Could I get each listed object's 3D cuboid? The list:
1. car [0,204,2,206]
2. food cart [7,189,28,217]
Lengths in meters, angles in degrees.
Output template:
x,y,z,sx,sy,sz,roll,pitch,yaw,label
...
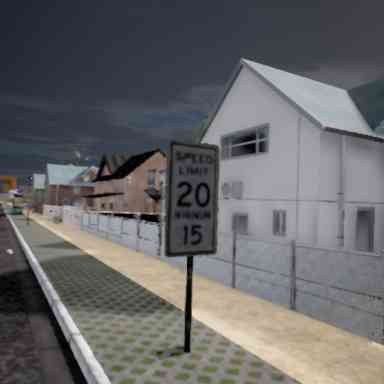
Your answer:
x,y,z,sx,sy,sz,roll,pitch,yaw,label
-25.215,2.068,41.731,2.150,2.045,5.566,3,-2,-30,car
-24.181,1.489,46.006,2.280,3.560,4.660,3,-2,-30,food cart
